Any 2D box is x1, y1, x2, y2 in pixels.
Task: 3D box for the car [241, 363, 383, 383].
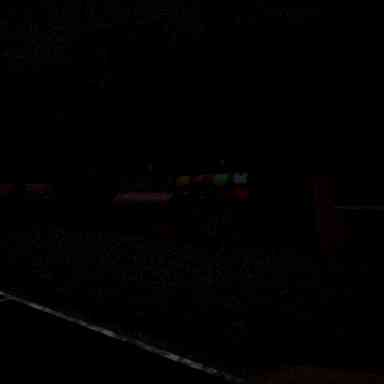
[{"bbox_3d":[2.164,1.528,1.277,4.829,1.417,1.752,0,-1,36],"label":"car"}]
